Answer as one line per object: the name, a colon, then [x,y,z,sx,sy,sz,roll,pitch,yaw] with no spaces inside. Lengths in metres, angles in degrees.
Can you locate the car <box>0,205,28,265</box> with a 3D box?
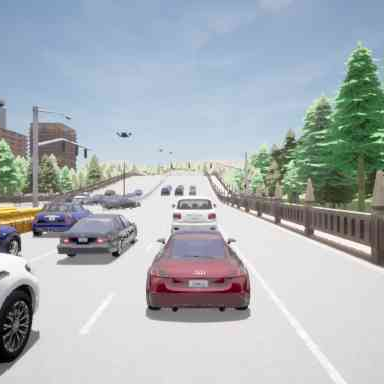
car: [-6.892,1.352,9.562,2.097,1.767,4.553,0,0,0]

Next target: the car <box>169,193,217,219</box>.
car: [0.115,1.222,17.210,2.150,2.045,5.566,0,0,0]

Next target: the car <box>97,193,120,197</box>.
car: [-14.016,1.471,56.054,1.882,1.535,5.008,0,0,0]

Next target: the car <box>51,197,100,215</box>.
car: [-6.935,1.352,18.492,2.097,1.767,4.553,0,0,-1]

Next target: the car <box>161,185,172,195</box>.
car: [-6.831,-0.331,86.533,2.150,2.045,5.566,0,7,0]

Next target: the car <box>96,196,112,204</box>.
car: [-17.444,1.499,66.244,1.895,1.301,4.718,0,2,0]

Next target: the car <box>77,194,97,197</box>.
car: [-17.505,1.484,57.110,2.128,1.511,4.902,0,0,1]

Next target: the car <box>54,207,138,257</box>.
car: [-3.394,1.547,12.912,2.033,1.411,5.357,0,0,0]

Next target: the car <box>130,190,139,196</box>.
car: [-13.905,0.943,75.236,1.882,1.535,5.008,0,3,0]

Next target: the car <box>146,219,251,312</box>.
car: [0.109,1.564,7.803,1.994,1.385,4.181,0,0,0]

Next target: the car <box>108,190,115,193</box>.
car: [-17.398,1.002,76.188,1.895,1.301,4.718,0,3,0]

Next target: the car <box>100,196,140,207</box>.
car: [-9.001,1.547,42.677,2.033,1.411,5.357,0,0,34]

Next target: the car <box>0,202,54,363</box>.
car: [-3.396,1.221,2.721,2.150,2.045,5.566,0,0,0]

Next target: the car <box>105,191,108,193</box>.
car: [-20.914,1.101,73.879,2.033,1.411,5.357,0,3,0]

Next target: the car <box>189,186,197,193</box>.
car: [0.168,-0.022,86.368,2.128,1.511,4.902,0,7,0]

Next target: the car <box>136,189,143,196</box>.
car: [-13.839,0.049,85.362,1.882,1.535,5.008,0,6,0]

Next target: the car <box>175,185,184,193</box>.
car: [-3.334,-0.282,85.970,2.150,2.045,5.566,0,7,0]

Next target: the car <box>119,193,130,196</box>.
car: [-13.963,1.448,65.362,1.812,1.442,4.674,0,1,0]

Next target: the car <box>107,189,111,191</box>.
car: [-20.846,0.179,84.219,1.882,1.535,5.008,0,6,0]

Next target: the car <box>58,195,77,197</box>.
car: [-21.081,1.351,54.206,2.097,1.767,4.553,0,0,2]
